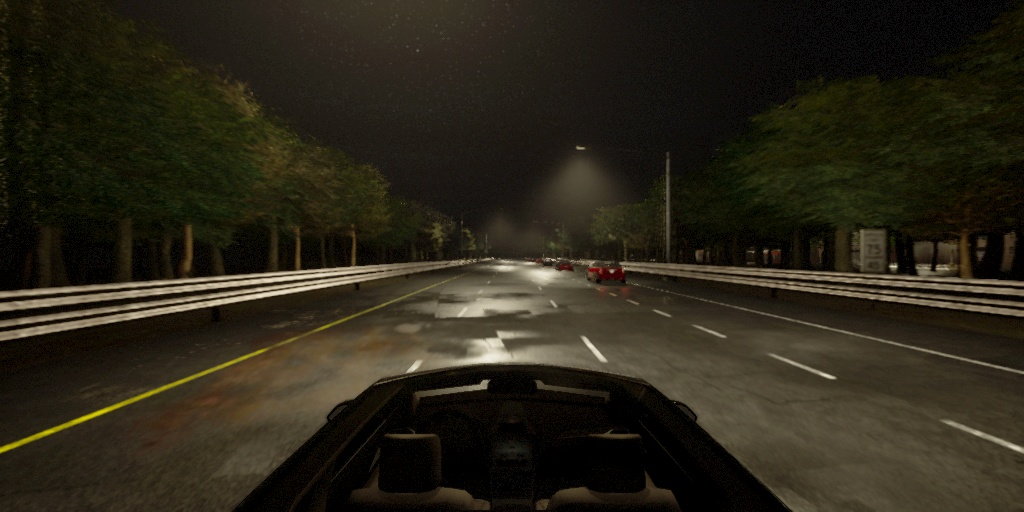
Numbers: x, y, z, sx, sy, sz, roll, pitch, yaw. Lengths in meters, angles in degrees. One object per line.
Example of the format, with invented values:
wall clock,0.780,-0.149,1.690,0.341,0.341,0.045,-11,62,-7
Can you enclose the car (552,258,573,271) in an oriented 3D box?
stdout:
car,6.975,1.340,48.257,1.994,1.385,4.181,0,0,0

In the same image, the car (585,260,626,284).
car,6.983,1.111,27.187,2.097,1.767,4.553,0,0,0
